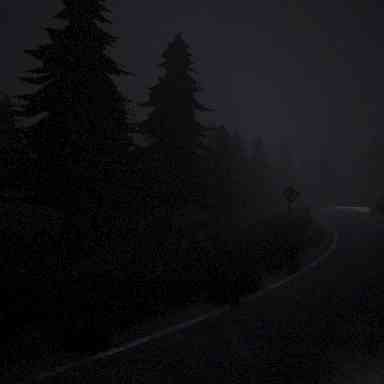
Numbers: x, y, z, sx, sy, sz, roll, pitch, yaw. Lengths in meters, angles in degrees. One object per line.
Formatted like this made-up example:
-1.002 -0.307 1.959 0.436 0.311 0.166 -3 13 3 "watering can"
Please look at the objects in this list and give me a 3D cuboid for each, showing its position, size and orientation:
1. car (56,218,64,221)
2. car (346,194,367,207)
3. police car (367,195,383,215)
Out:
-32.555 6.810 83.831 4.193 1.474 1.816 4 3 -16 "car"
21.197 1.095 41.937 4.892 1.490 1.837 0 -1 -42 "car"
17.086 1.169 29.540 1.930 1.638 5.238 2 2 24 "police car"
